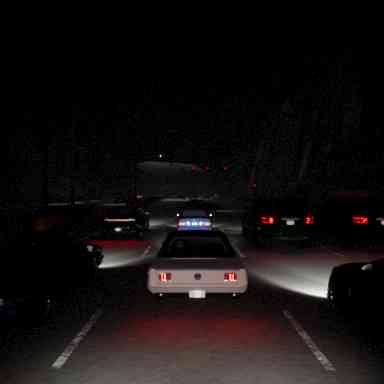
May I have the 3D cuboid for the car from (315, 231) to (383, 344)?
[{"bbox_3d":[3.605,1.564,4.815,1.994,1.385,4.181,0,0,0],"label":"car"}]

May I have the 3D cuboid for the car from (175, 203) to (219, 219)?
[{"bbox_3d":[0.128,1.547,18.219,2.033,1.411,5.357,0,0,0],"label":"car"}]

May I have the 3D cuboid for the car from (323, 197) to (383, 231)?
[{"bbox_3d":[7.115,1.221,14.902,2.150,2.045,5.566,0,0,0],"label":"car"}]

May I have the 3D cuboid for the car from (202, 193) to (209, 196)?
[{"bbox_3d":[3.890,1.217,93.169,2.128,1.511,4.902,0,1,1],"label":"car"}]

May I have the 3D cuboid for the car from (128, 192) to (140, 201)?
[{"bbox_3d":[-13.787,1.137,74.707,2.150,2.045,5.566,0,0,1],"label":"car"}]

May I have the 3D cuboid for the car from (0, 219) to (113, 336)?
[{"bbox_3d":[-3.391,1.547,6.953,2.033,1.411,5.357,0,0,0],"label":"car"}]

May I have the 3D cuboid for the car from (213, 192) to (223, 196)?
[{"bbox_3d":[7.390,0.917,93.163,2.150,2.045,5.566,0,1,1],"label":"car"}]

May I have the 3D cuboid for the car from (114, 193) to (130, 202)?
[{"bbox_3d":[-13.880,1.463,64.614,1.837,1.490,4.892,0,0,0],"label":"car"}]

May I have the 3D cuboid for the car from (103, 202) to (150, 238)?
[{"bbox_3d":[-3.372,1.491,17.529,2.128,1.511,4.902,0,0,0],"label":"car"}]

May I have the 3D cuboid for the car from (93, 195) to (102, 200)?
[{"bbox_3d":[-24.194,1.370,84.438,1.994,1.385,4.181,0,1,1],"label":"car"}]

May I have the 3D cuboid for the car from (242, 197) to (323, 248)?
[{"bbox_3d":[3.616,1.221,14.869,2.150,2.045,5.566,0,0,0],"label":"car"}]

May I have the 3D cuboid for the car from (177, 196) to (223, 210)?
[{"bbox_3d":[0.768,1.549,37.820,5.357,1.411,2.033,0,0,-30],"label":"car"}]

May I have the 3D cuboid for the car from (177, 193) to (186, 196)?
[{"bbox_3d":[-3.110,1.170,93.230,1.882,1.535,5.008,0,1,1],"label":"car"}]

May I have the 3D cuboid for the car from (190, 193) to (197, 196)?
[{"bbox_3d":[0.394,1.242,93.579,1.994,1.385,4.181,0,1,1],"label":"car"}]

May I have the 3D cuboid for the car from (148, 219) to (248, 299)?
[{"bbox_3d":[0.111,1.601,8.384,1.895,1.301,4.718,0,0,0],"label":"car"}]

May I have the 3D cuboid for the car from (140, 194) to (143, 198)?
[{"bbox_3d":[-13.690,1.335,84.887,1.812,1.442,4.674,0,1,1],"label":"car"}]

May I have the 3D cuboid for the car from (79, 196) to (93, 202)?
[{"bbox_3d":[-24.291,1.511,74.366,1.895,1.301,4.718,0,0,1],"label":"car"}]

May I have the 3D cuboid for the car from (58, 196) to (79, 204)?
[{"bbox_3d":[-24.379,1.436,64.684,1.882,1.535,5.008,0,0,0],"label":"car"}]
